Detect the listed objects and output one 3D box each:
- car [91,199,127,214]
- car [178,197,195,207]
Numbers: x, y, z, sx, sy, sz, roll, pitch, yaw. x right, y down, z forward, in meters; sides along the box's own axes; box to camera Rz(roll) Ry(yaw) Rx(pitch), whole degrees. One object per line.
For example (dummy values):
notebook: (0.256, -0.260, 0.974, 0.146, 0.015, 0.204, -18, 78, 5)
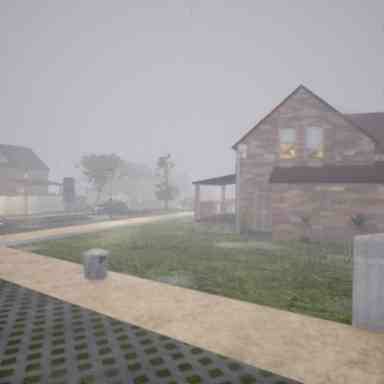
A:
car: (-8.784, 1.509, 35.548, 2.128, 1.511, 4.902, 1, 0, 20)
car: (-0.652, 1.605, 57.143, 2.097, 1.767, 4.553, 1, 0, 21)
